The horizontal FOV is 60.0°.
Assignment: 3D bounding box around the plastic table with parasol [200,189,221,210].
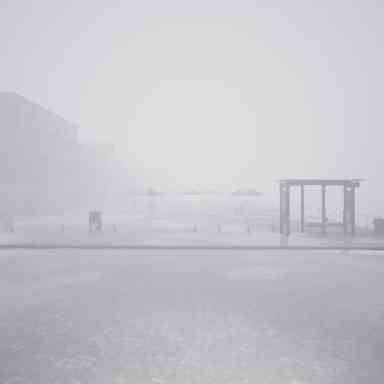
[{"bbox_3d":[2.300,0.925,41.507,2.482,2.480,2.482,0,0,1],"label":"plastic table with parasol"}]
